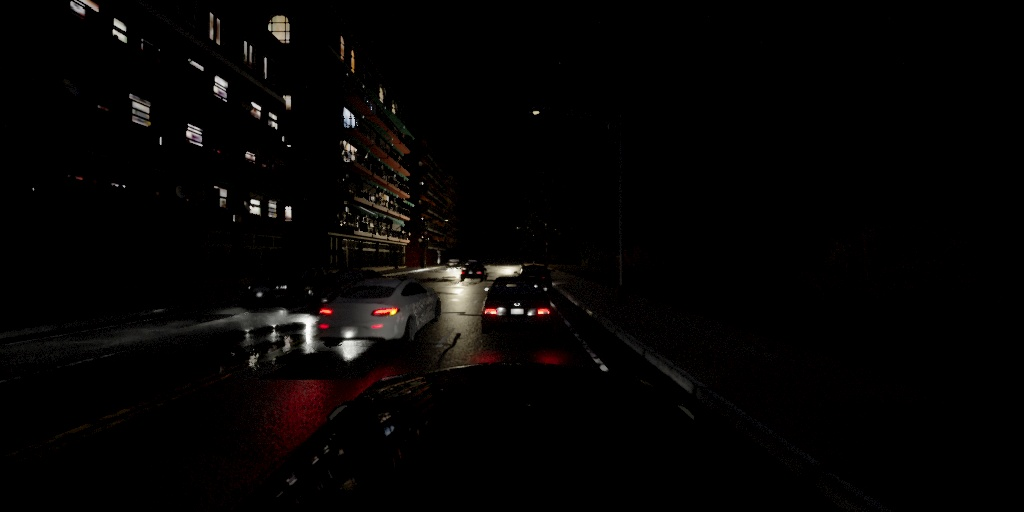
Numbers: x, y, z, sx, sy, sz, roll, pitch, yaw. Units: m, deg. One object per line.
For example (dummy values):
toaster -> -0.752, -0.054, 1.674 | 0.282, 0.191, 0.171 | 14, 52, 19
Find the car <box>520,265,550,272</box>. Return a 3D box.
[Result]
car -> 1.177, 1.257, 20.283 | 1.837, 1.490, 4.892 | 0, 0, 0

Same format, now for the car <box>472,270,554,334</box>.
car -> 0.120, 1.299, 10.595 | 2.033, 1.411, 5.357 | 0, 0, 0

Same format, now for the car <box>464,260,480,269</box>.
car -> -6.461, 1.314, 58.164 | 1.994, 1.385, 4.181 | 0, 0, 0

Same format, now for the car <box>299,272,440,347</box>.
car -> -3.136, 1.277, 9.228 | 1.812, 1.442, 4.674 | 0, 0, 0

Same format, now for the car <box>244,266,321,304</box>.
car -> -9.819, 1.243, 16.402 | 2.128, 1.511, 4.902 | 0, 0, 0

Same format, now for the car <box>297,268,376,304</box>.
car -> -6.571, 1.277, 14.934 | 1.812, 1.442, 4.674 | 0, 0, 0

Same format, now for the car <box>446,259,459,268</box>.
car -> -9.702, 1.242, 59.771 | 2.128, 1.511, 4.902 | 0, 0, 0

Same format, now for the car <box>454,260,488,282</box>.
car -> -3.078, 1.300, 29.451 | 2.033, 1.411, 5.357 | 0, 0, 1
